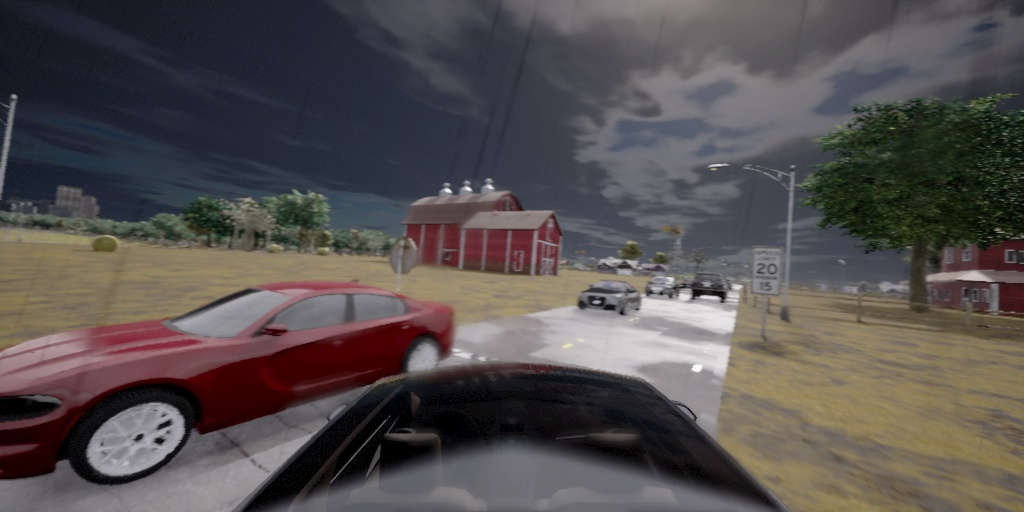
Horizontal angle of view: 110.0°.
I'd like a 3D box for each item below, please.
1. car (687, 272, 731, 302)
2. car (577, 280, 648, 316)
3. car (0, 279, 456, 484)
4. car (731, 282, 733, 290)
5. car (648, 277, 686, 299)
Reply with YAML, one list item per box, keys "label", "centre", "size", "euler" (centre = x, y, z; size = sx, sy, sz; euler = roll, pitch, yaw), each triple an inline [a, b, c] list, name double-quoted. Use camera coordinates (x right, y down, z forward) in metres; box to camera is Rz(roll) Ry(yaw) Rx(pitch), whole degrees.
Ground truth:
- label: "car"
  centre: [15.020, 2.291, 27.180]
  size: [2.150, 2.045, 5.566]
  euler: [3, -1, 33]
- label: "car"
  centre: [4.521, 1.791, 16.282]
  size: [1.994, 1.385, 4.181]
  euler: [3, -1, 33]
- label: "car"
  centre: [-2.865, 1.070, 4.740]
  size: [1.882, 1.535, 5.008]
  euler: [3, -1, 33]
- label: "car"
  centre: [29.219, 3.911, 49.379]
  size: [1.812, 1.442, 4.674]
  euler: [3, -1, 33]
- label: "car"
  centre: [11.372, 2.320, 26.957]
  size: [2.128, 1.511, 4.902]
  euler: [3, -1, 33]
